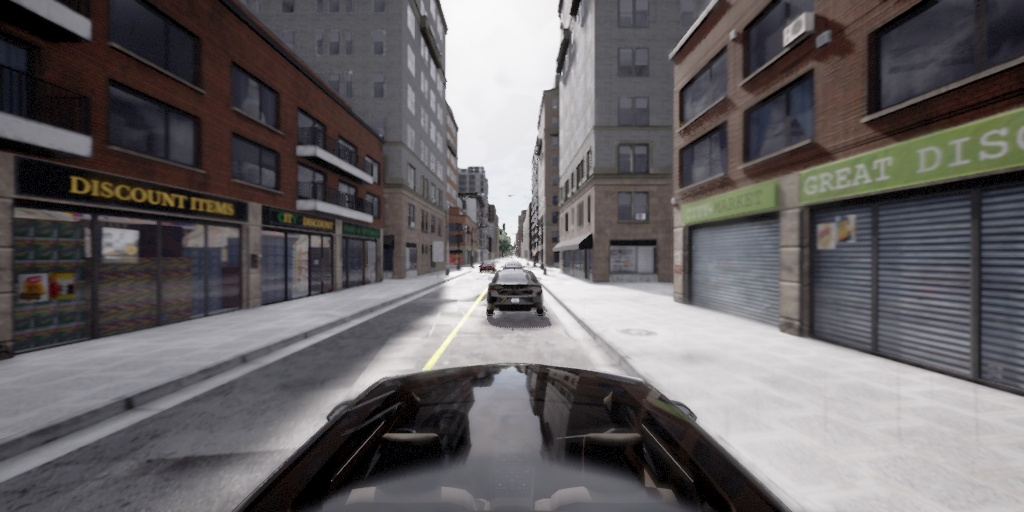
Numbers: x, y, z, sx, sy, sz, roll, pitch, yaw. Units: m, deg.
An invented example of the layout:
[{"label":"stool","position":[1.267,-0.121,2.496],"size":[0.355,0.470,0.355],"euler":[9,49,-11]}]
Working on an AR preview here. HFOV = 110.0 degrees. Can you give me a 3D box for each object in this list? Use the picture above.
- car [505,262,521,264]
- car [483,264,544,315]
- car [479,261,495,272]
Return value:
[{"label":"car","position":[0.101,1.235,30.870],"size":[1.837,1.490,4.892],"euler":[0,0,0]},{"label":"car","position":[0.100,1.220,13.508],"size":[1.882,1.535,5.008],"euler":[0,0,0]},{"label":"car","position":[-3.000,1.319,44.370],"size":[1.895,1.301,4.718],"euler":[0,0,0]}]
